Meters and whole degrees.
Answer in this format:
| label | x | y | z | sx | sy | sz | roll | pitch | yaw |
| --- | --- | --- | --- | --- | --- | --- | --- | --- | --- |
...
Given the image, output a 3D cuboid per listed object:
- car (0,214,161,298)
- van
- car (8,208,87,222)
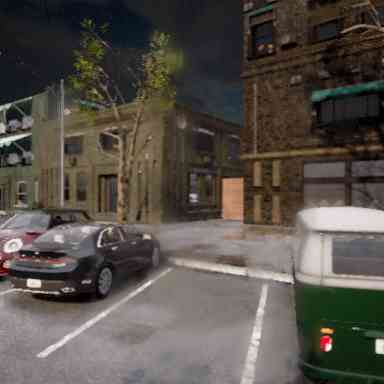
| label | x | y | z | sx | sy | sz | roll | pitch | yaw |
| --- | --- | --- | --- | --- | --- | --- | --- | --- | --- |
| car | -2.333 | 1.484 | 8.604 | 2.231 | 1.521 | 4.892 | 0 | -1 | 15 |
| van | 2.509 | 1.262 | 5.288 | 1.878 | 1.987 | 4.442 | 0 | -1 | 16 |
| car | -4.737 | 1.356 | 10.357 | 2.185 | 1.767 | 4.553 | 1 | -1 | 16 |
